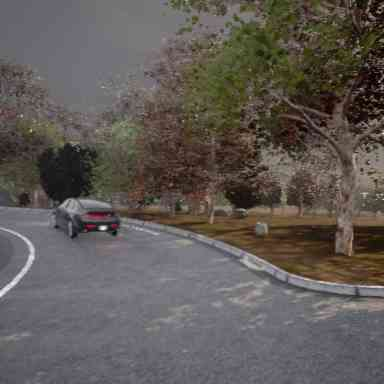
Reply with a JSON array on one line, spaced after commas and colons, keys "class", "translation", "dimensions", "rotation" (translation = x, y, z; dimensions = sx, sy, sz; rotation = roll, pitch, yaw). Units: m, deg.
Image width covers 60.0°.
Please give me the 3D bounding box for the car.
[{"class": "car", "translation": [-4.637, 0.975, 14.244], "dimensions": [1.837, 1.490, 4.892], "rotation": [2, 1, -35]}]
